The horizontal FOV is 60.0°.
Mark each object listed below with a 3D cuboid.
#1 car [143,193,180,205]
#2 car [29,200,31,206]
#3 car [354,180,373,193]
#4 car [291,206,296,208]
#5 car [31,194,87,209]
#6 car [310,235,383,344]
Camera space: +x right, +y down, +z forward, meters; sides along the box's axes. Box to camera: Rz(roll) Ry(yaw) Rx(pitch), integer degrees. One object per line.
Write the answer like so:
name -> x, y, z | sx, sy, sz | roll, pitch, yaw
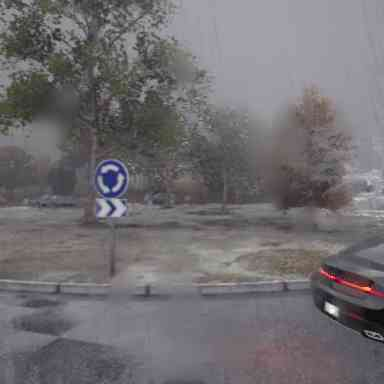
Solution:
car -> -4.027, 0.891, 43.620 | 4.892, 1.490, 1.837 | 1, 1, -8
car -> -16.052, 0.965, 37.433 | 4.181, 1.385, 1.994 | -2, 2, -43
car -> 28.757, -1.049, 55.696 | 2.150, 2.045, 5.566 | 0, 6, 37
car -> 11.633, 1.069, 35.377 | 2.128, 1.511, 4.902 | -1, 1, -42
car -> -13.766, 0.975, 35.462 | 5.357, 1.411, 2.033 | -1, 2, -42
car -> 4.355, 1.431, 5.391 | 4.892, 1.490, 1.837 | 0, 2, -14
